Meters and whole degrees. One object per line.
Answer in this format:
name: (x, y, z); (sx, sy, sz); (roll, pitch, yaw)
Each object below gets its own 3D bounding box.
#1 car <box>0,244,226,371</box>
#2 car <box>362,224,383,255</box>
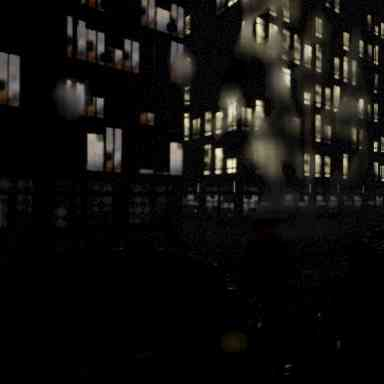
car: (-1.292, 1.592, 5.634); (4.206, 1.307, 1.802); (0, 0, -35)
car: (7.978, 1.617, 12.244); (4.403, 1.369, 2.008); (0, 0, -35)
